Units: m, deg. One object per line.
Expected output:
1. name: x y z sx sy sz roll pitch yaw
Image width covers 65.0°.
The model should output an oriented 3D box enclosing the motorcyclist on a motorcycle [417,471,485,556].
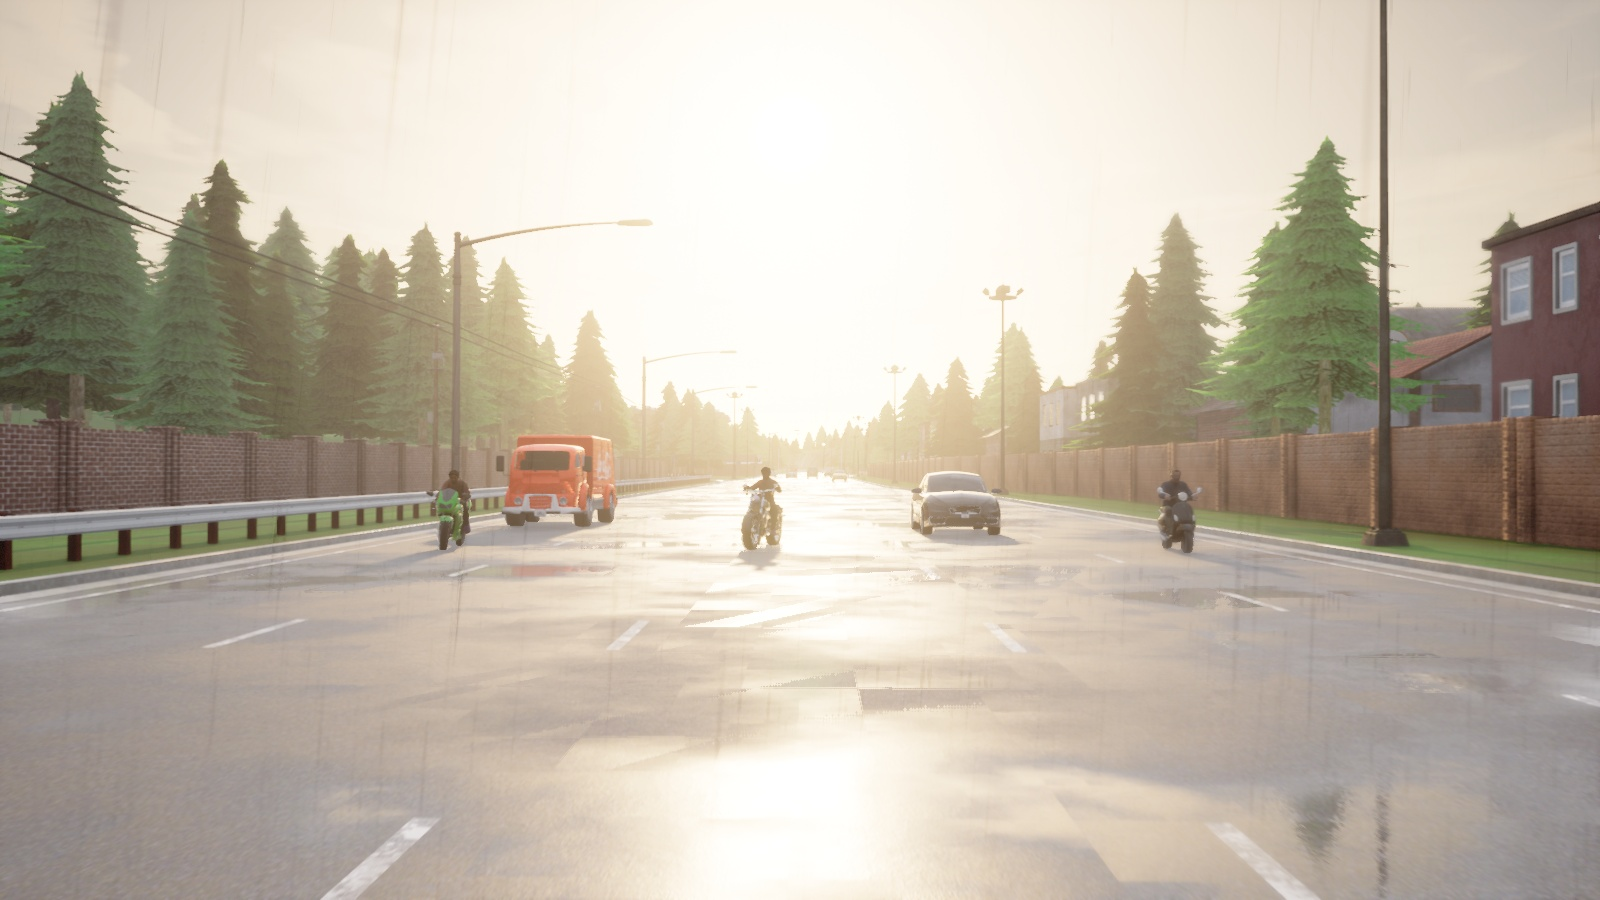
1. motorcyclist on a motorcycle: -6.648 1.186 24.031 0.797 1.523 2.044 2 -1 -4

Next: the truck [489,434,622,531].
1. truck: -6.636 0.881 34.788 2.627 2.467 5.204 0 -1 1

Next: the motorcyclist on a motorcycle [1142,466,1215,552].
1. motorcyclist on a motorcycle: 7.271 1.104 24.207 0.866 1.590 1.817 0 -1 1

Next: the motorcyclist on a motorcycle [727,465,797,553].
1. motorcyclist on a motorcycle: -0.727 1.142 24.889 0.766 1.649 2.350 0 -1 14

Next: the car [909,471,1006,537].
1. car: 3.834 1.277 31.281 1.837 1.490 4.892 0 -1 1
